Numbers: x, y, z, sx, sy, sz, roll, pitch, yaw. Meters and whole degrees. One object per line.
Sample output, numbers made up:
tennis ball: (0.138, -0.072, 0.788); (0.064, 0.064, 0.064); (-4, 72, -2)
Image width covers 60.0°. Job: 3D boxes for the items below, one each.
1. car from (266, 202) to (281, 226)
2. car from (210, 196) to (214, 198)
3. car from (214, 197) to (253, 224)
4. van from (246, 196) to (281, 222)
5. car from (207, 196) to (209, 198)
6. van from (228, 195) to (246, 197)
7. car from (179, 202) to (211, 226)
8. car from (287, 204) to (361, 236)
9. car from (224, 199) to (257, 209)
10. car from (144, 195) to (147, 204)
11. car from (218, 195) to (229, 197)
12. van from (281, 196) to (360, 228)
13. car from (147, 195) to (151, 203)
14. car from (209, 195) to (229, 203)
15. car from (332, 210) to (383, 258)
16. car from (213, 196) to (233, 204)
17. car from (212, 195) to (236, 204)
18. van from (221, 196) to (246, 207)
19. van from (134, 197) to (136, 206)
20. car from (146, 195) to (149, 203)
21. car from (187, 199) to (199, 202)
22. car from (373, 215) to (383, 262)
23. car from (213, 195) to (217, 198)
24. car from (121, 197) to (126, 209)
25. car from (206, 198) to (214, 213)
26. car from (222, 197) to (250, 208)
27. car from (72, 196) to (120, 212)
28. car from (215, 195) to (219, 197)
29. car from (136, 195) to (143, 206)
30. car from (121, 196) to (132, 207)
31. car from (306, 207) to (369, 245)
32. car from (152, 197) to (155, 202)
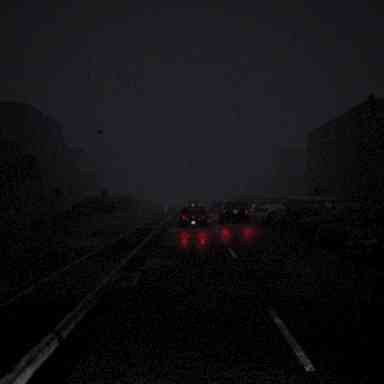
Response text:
car: (7.647, 1.606, 22.076); (4.674, 1.452, 2.002); (0, -1, 0)
car: (7.625, 1.814, 77.233); (5.566, 2.045, 2.435); (0, 0, 0)
car: (3.125, 1.483, 25.942); (2.097, 1.767, 4.553); (0, -1, 0)
van: (7.529, 1.431, 30.349); (4.442, 1.987, 1.878); (0, -1, 0)
car: (7.628, 1.912, 91.013); (5.566, 2.045, 2.435); (0, -1, 0)
van: (7.765, 1.628, 46.892); (4.442, 1.987, 1.878); (0, -1, 0)
car: (0.110, 1.671, 24.083); (1.895, 1.301, 4.718); (1, 1, 0)
car: (7.649, 1.522, 16.564); (5.008, 1.535, 2.097); (0, 0, 0)
car: (7.620, 1.936, 52.409); (4.792, 1.488, 2.163); (0, 0, 0)
car: (-12.831, 2.037, 71.812); (5.008, 1.535, 2.097); (0, 0, 0)
car: (7.622, 1.679, 55.168); (5.566, 2.045, 2.435); (0, 0, 0)
van: (7.759, 1.315, 19.201); (4.442, 1.987, 1.878); (0, -1, 0)
car: (-12.831, 2.062, 77.371); (4.892, 1.521, 2.231); (0, 0, 0)
car: (7.628, 1.946, 93.766); (5.566, 2.045, 2.435); (0, -1, 0)
car: (7.649, 1.494, 11.053); (4.892, 1.521, 2.231); (0, 0, 0)
car: (7.686, 1.965, 82.745); (4.553, 1.767, 2.185); (0, 0, 0)
car: (7.683, 1.827, 79.990); (5.566, 2.045, 2.435); (0, 0, 0)
van: (7.534, 1.747, 60.685); (4.442, 1.987, 1.878); (0, 0, 0)
van: (-12.978, 1.748, 60.696); (4.442, 1.987, 1.878); (0, 0, 0)
car: (-12.859, 2.079, 74.592); (4.792, 1.488, 2.163); (0, 0, 0)
car: (0.107, 1.663, 41.125); (2.097, 1.767, 4.553); (0, -1, 0)
car: (7.648, 1.485, 8.297); (4.892, 1.521, 2.231); (0, 0, 0)
car: (7.622, 1.927, 74.475); (4.553, 1.767, 2.185); (0, 0, 0)
car: (-12.877, 1.913, 49.704); (4.792, 1.488, 2.163); (0, -1, 0)
car: (3.106, 1.827, 41.964); (1.837, 1.490, 4.892); (0, 0, 0)
car: (7.682, 1.827, 57.926); (4.553, 1.767, 2.185); (0, 0, 0)
car: (-12.961, 1.574, 44.024); (5.566, 2.045, 2.435); (0, -1, 0)
car: (7.838, 2.022, 68.958); (5.366, 1.575, 1.946); (0, 0, 0)
car: (-12.823, 1.741, 63.595); (5.566, 2.045, 2.435); (0, 0, 0)
car: (-12.920, 1.657, 52.360); (5.566, 2.045, 2.435); (0, 0, 0)
car: (7.613, 1.535, 13.809); (4.792, 1.488, 2.163); (0, 0, 0)
car: (-12.992, 2.100, 85.832); (5.366, 1.575, 1.946); (0, 0, 0)
